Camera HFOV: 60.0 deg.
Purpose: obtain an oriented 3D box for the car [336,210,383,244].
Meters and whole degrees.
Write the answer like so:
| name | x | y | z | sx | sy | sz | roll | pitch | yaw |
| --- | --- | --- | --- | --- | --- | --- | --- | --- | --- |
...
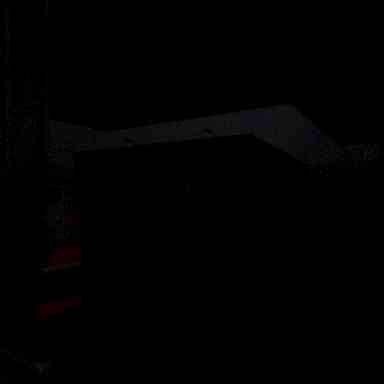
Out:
| name | x | y | z | sx | sy | sz | roll | pitch | yaw |
| --- | --- | --- | --- | --- | --- | --- | --- | --- | --- |
| car | 8.772 | 1.479 | 14.474 | 4.611 | 1.667 | 2.242 | 0 | 0 | 35 |
